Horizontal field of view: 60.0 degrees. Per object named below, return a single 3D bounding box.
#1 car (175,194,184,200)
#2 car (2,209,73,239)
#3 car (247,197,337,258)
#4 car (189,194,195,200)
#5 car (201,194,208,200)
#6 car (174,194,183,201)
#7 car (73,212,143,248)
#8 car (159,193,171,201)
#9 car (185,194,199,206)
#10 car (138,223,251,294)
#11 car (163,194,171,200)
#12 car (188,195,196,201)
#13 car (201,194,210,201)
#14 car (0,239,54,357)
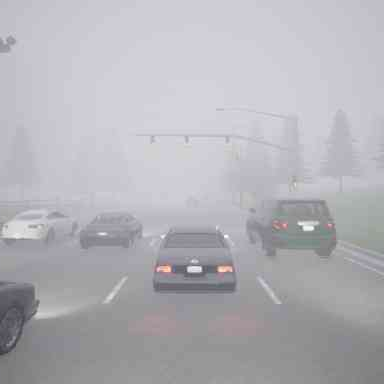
[{"bbox_3d":[-3.485,1.357,94.060,2.128,1.511,4.902,0,0,0],"label":"car"},{"bbox_3d":[-6.907,1.525,15.479,1.812,1.442,4.674,0,0,0],"label":"car"},{"bbox_3d":[3.591,1.220,12.960,2.150,2.045,5.566,0,0,0],"label":"car"},{"bbox_3d":[0.015,1.310,94.059,1.882,1.535,5.008,0,0,0],"label":"car"},{"bbox_3d":[3.515,1.310,94.059,1.882,1.535,5.008,0,0,0],"label":"car"},{"bbox_3d":[-3.487,1.517,84.056,1.812,1.442,4.674,0,0,0],"label":"car"},{"bbox_3d":[-3.408,1.564,14.665,1.994,1.385,4.181,0,0,0],"label":"car"},{"bbox_3d":[-6.987,1.217,83.670,2.150,2.045,5.566,0,0,0],"label":"car"},{"bbox_3d":[0.006,1.352,52.996,2.097,1.767,4.553,0,0,0],"label":"car"},{"bbox_3d":[0.068,1.547,8.957,2.033,1.411,5.357,0,0,0],"label":"car"},{"bbox_3d":[-6.985,1.385,94.060,1.994,1.385,4.181,0,0,0],"label":"car"},{"bbox_3d":[0.013,1.531,83.639,2.033,1.411,5.357,0,0,0],"label":"car"},{"bbox_3d":[3.513,1.492,83.639,1.837,1.490,4.892,0,0,0],"label":"car"},{"bbox_3d":[-3.397,1.548,2.970,2.033,1.411,5.357,0,0,0],"label":"car"}]
